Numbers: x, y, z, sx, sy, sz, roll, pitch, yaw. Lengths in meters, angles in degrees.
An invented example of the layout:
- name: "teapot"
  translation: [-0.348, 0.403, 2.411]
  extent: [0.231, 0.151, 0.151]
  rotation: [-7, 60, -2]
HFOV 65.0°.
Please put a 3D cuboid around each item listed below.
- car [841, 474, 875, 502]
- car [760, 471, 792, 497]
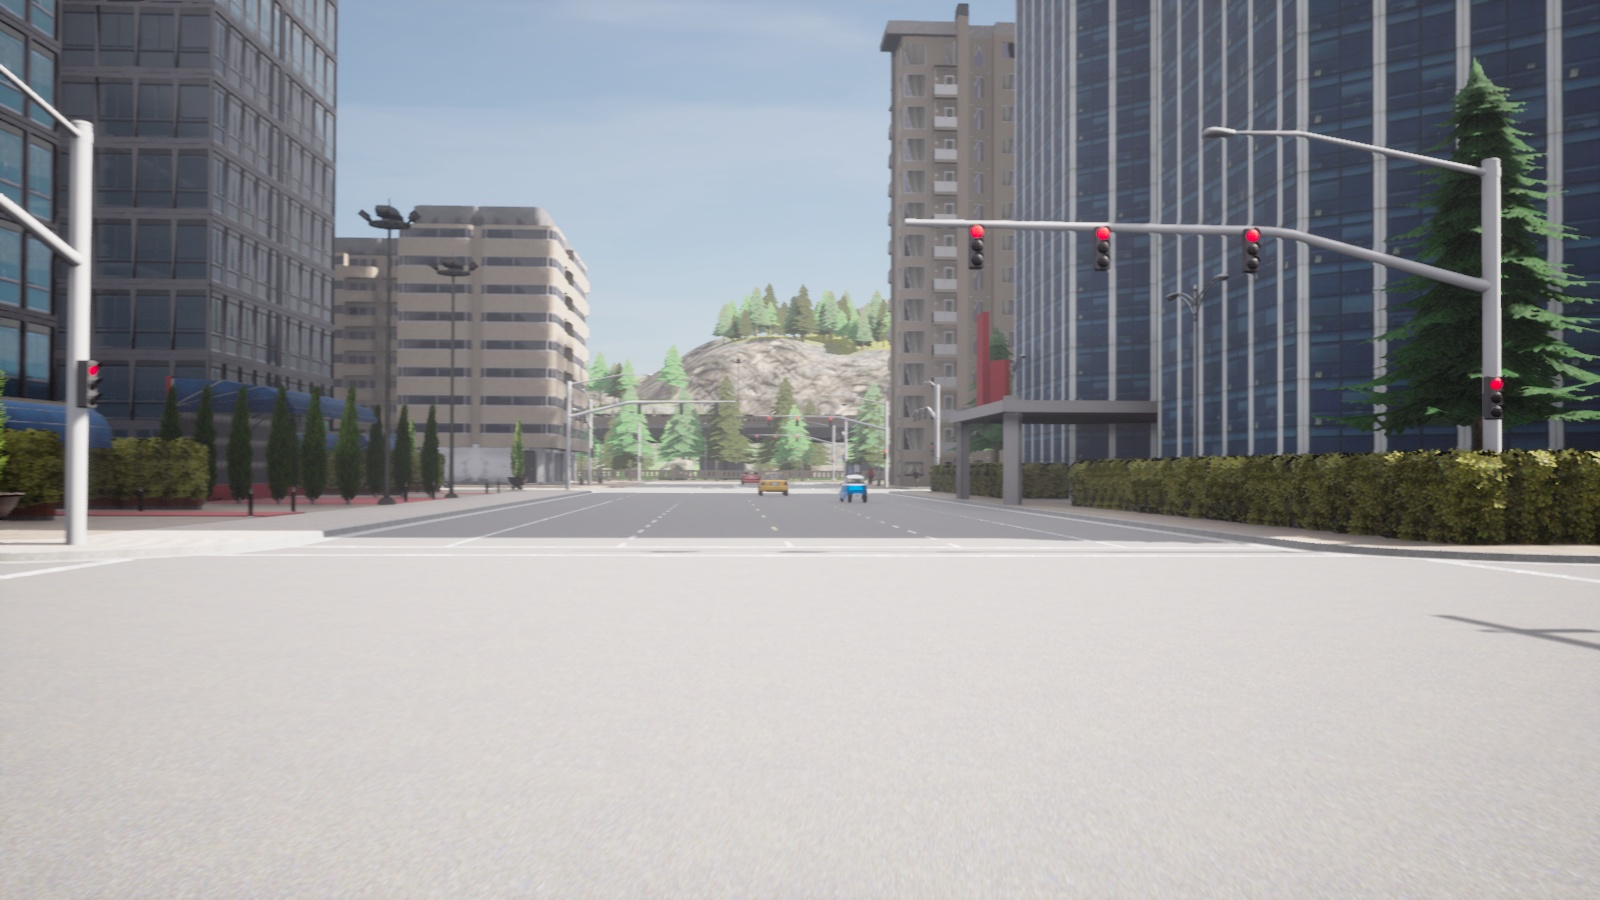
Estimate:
- name: "car"
  translation: [2.903, 1.922, 63.417]
  extent: [1.481, 1.376, 2.207]
  rotation: [0, -1, -3]
- name: "car"
  translation: [-1.516, 2.078, 78.721]
  extent: [1.801, 1.575, 5.366]
  rotation: [0, -1, -3]
